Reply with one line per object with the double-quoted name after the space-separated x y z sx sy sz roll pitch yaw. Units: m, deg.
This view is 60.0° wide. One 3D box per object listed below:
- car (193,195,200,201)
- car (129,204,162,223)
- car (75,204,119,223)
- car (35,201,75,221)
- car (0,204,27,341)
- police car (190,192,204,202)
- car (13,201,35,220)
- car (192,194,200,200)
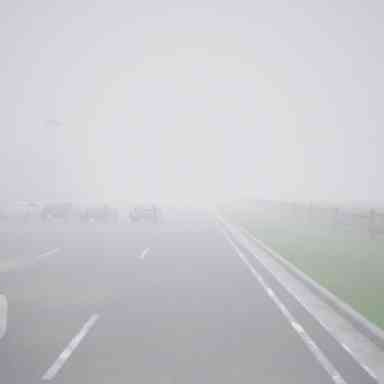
1.076 1.476 85.906 1.837 1.490 4.892 0 0 0 "car"
-3.391 1.592 25.198 1.895 1.301 4.718 0 0 0 "car"
-6.892 1.592 25.199 1.895 1.301 4.718 0 0 0 "car"
-10.390 1.496 26.744 1.837 1.490 4.892 0 0 0 "car"
-3.399 1.221 1.834 2.150 2.045 5.566 0 0 0 "car"
1.073 1.399 76.016 1.930 1.638 5.238 0 0 0 "police car"
-13.891 1.516 27.747 1.812 1.442 4.674 0 0 0 "car"
1.078 1.319 91.876 2.097 1.767 4.553 0 0 0 "car"
